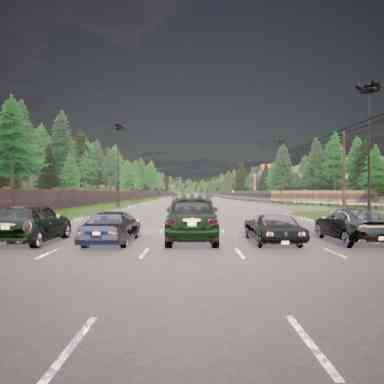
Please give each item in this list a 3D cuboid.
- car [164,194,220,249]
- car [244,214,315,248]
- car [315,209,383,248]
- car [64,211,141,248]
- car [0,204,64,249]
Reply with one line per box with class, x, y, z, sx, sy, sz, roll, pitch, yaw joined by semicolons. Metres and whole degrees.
car;0.000;1.255;14.680;2.150;2.045;5.566;0;0;0
car;3.500;1.613;14.680;1.895;1.301;4.718;0;0;0
car;7.000;1.492;14.650;2.128;1.511;4.902;0;0;0
car;-3.500;1.560;14.650;2.033;1.411;5.357;0;0;0
car;-7.000;1.363;14.620;2.097;1.767;4.553;0;0;0
